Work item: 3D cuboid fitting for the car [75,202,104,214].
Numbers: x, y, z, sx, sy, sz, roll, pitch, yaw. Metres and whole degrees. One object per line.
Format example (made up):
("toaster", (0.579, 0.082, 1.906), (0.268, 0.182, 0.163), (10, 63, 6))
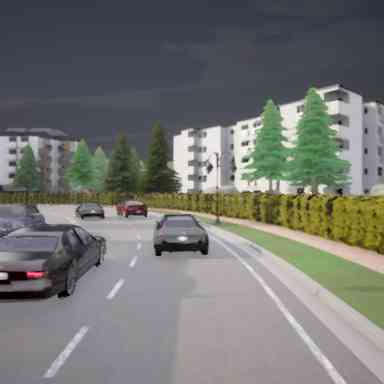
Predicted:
("car", (-8.863, 1.533, 28.618), (1.994, 1.385, 4.181), (0, 0, -26))

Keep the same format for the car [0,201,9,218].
("car", (-17.994, 1.568, 30.050), (1.895, 1.301, 4.718), (0, 0, -37))

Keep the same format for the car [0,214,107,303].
("car", (-3.546, 1.538, 8.406), (2.033, 1.411, 5.357), (0, 0, -3))

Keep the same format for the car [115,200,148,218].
("car", (-5.451, 1.445, 29.606), (1.882, 1.535, 5.008), (0, 0, -26))

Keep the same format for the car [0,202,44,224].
("car", (-7.972, 1.336, 14.726), (2.097, 1.767, 4.553), (0, 0, -12))

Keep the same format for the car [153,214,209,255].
("car", (-0.546, 1.550, 13.287), (1.994, 1.385, 4.181), (0, 0, -6))
